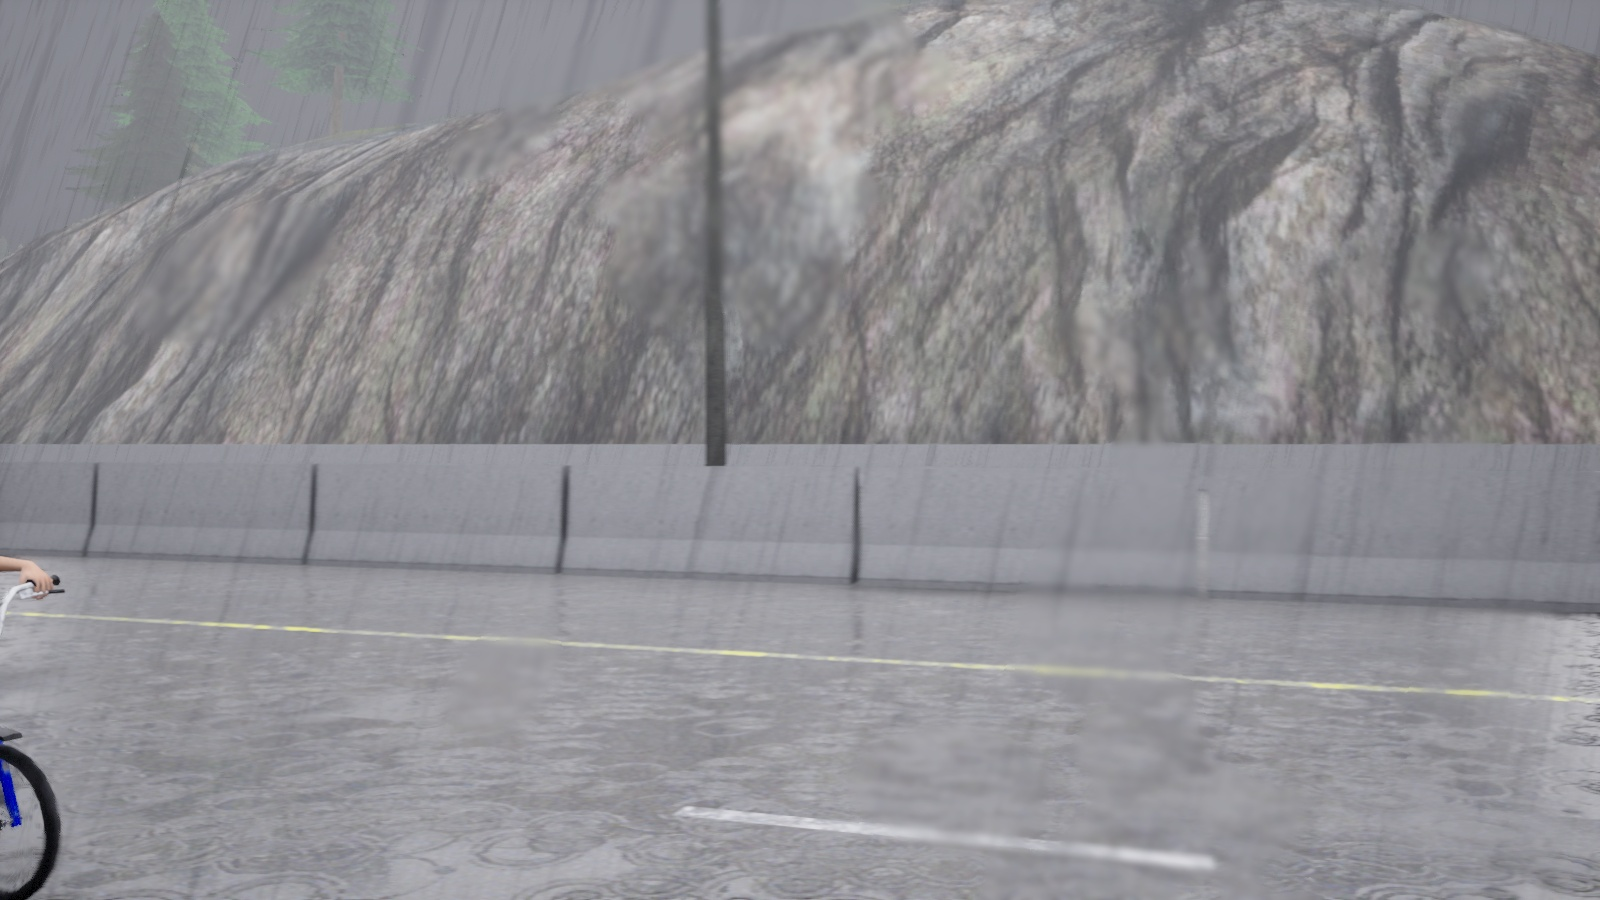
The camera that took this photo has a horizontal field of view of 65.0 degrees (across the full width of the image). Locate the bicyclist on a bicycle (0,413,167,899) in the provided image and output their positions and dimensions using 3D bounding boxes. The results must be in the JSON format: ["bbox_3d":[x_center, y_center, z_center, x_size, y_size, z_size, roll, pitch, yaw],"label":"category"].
[{"bbox_3d":[-3.117,0.682,4.349,1.509,1.612,0.866,1,1,22],"label":"bicyclist on a bicycle"}]
